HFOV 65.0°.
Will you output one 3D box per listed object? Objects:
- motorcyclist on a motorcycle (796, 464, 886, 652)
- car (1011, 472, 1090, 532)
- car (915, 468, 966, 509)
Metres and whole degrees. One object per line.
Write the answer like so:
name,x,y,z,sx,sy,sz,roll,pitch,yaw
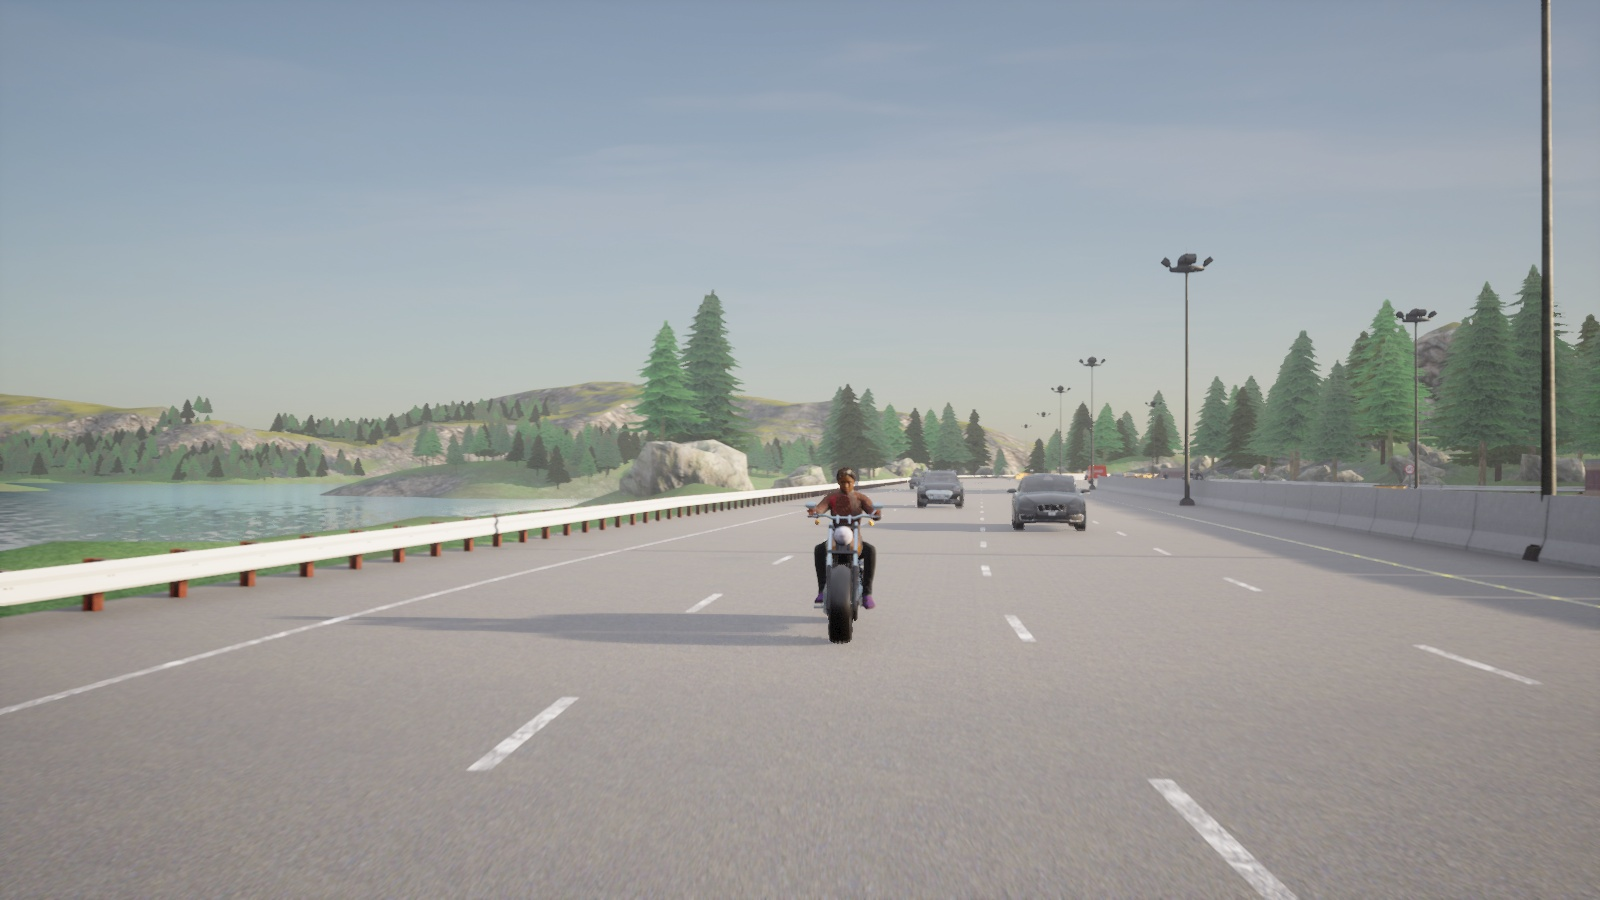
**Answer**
motorcyclist on a motorcycle,0.441,0.968,12.252,0.766,1.649,2.350,0,-1,5
car,6.768,1.367,34.297,1.837,1.490,4.892,0,-1,8
car,6.088,1.626,54.112,2.033,1.649,4.856,0,-1,8
